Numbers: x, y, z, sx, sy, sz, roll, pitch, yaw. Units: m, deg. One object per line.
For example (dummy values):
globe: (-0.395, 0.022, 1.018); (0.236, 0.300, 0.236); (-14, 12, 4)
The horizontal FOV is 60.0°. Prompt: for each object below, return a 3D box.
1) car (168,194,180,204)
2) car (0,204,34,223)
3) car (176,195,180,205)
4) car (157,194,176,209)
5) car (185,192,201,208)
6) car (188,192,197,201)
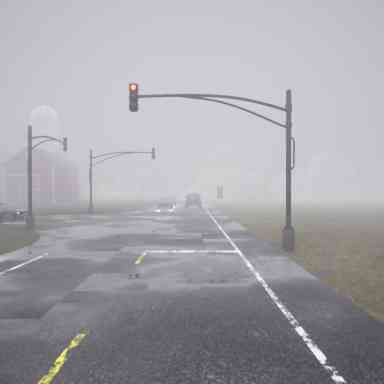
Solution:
car: (-3.486, 1.286, 65.031); (2.097, 1.767, 4.553); (0, 0, 1)
car: (-13.924, 1.489, 23.867); (4.718, 1.301, 1.895); (1, 0, 8)
car: (-3.546, 1.515, 55.006); (1.994, 1.385, 4.181); (0, 0, 0)
car: (-3.561, 1.443, 45.112); (1.882, 1.535, 5.008); (0, 0, 0)
car: (0.163, 1.184, 48.024); (2.150, 2.045, 5.566); (0, 0, 0)
car: (0.074, 1.123, 82.221); (2.150, 2.045, 5.566); (0, 0, 0)
